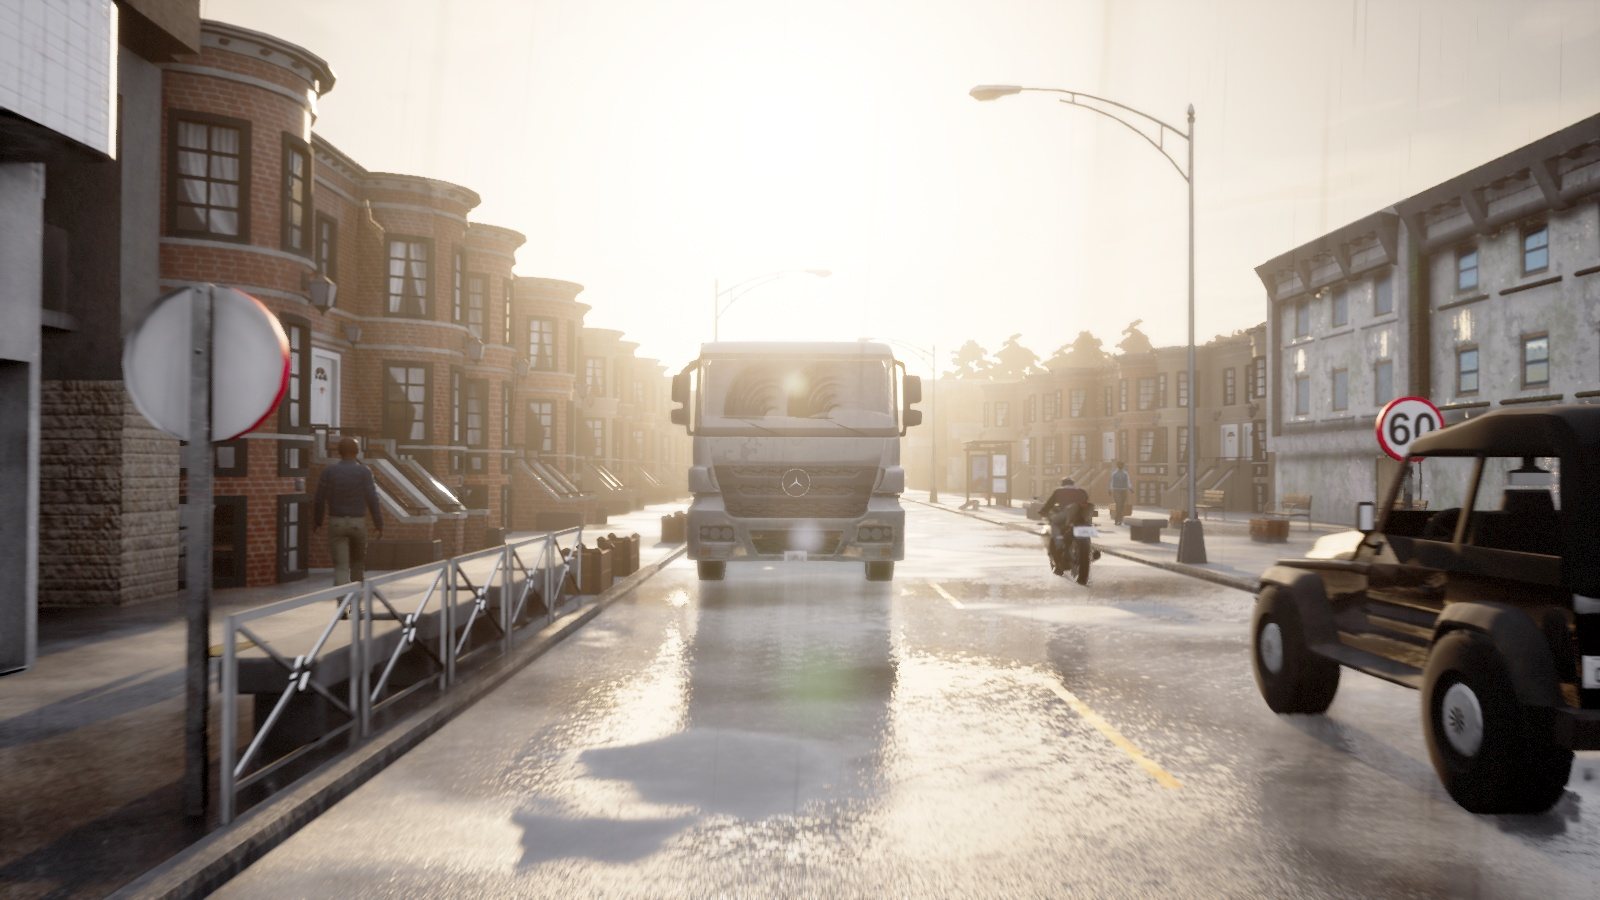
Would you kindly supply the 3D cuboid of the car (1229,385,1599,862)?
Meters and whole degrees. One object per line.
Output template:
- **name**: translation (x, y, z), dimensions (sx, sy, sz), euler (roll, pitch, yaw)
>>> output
- **car**: translation (3.980, 0.710, 6.893), dimensions (1.905, 1.878, 3.866), euler (0, -1, 0)

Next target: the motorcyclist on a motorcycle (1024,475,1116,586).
- **motorcyclist on a motorcycle**: translation (3.952, 1.144, 18.545), dimensions (0.866, 1.530, 2.191), euler (0, -1, 0)

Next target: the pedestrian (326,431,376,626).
- **pedestrian**: translation (-4.360, 0.746, 12.213), dimensions (0.370, 1.835, 0.726), euler (0, -1, -12)

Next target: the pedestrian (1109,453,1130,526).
- **pedestrian**: translation (8.617, 1.057, 33.887), dimensions (0.396, 1.930, 0.692), euler (0, -1, 3)

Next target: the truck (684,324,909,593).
- **truck**: translation (-0.056, 0.171, 20.179), dimensions (2.891, 3.462, 7.936), euler (0, -1, 0)
